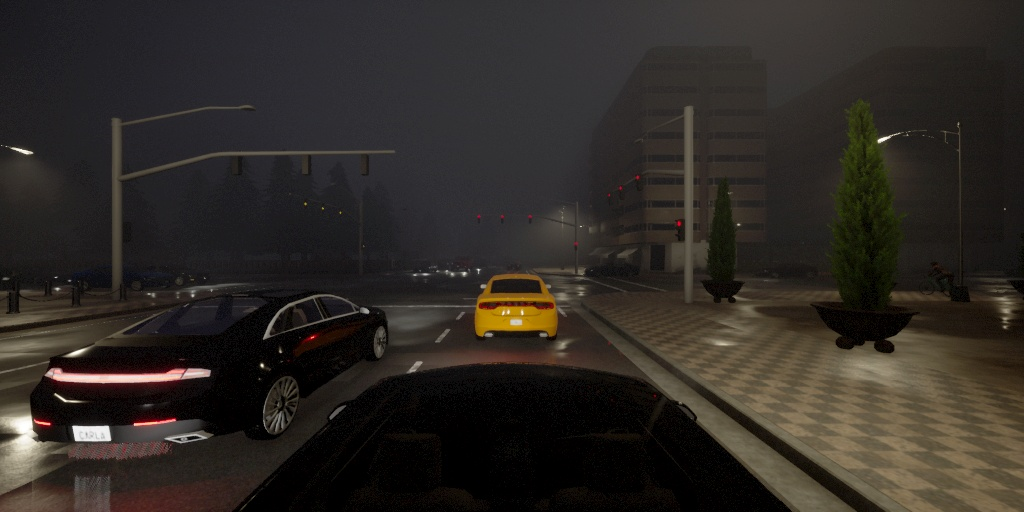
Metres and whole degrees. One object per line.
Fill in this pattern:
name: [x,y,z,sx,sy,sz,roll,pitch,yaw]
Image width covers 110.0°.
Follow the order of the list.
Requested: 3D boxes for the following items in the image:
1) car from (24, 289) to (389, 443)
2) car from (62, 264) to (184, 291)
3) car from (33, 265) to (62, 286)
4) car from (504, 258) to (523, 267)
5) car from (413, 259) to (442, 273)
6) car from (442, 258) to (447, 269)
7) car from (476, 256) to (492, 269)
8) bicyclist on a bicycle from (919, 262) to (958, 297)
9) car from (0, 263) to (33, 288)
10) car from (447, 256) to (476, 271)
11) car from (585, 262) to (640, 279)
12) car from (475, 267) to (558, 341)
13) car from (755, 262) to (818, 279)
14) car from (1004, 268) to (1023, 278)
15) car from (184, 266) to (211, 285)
car: [-3.423,1.242,5.364,2.128,1.511,4.902,0,0,1]
car: [-23.431,1.283,21.731,5.008,1.535,1.882,0,0,0]
car: [-33.757,1.353,25.204,5.357,1.411,2.033,0,0,0]
car: [0.497,1.351,51.189,1.895,1.301,4.718,0,0,6]
car: [-10.400,1.297,43.601,2.033,1.411,5.357,0,0,2]
car: [-9.750,1.102,52.916,2.097,1.767,4.553,0,0,7]
car: [-5.319,1.255,58.541,1.837,1.490,4.892,0,0,15]
bicyclist on a bicycle: [20.288,1.106,17.061,0.582,1.620,1.656,0,0,0]
car: [-33.366,1.027,21.707,5.566,2.045,2.150,0,0,0]
car: [-6.709,0.971,48.428,2.150,2.045,5.566,0,0,4]
car: [9.086,1.297,32.515,4.902,1.511,2.128,0,0,0]
car: [0.107,1.228,9.946,1.882,1.535,5.008,0,0,0]
car: [24.842,1.283,32.554,5.008,1.535,1.882,0,0,0]
car: [48.117,1.406,32.527,4.718,1.301,1.895,0,0,0]
car: [-24.015,1.310,25.241,4.892,1.490,1.837,0,0,1]
